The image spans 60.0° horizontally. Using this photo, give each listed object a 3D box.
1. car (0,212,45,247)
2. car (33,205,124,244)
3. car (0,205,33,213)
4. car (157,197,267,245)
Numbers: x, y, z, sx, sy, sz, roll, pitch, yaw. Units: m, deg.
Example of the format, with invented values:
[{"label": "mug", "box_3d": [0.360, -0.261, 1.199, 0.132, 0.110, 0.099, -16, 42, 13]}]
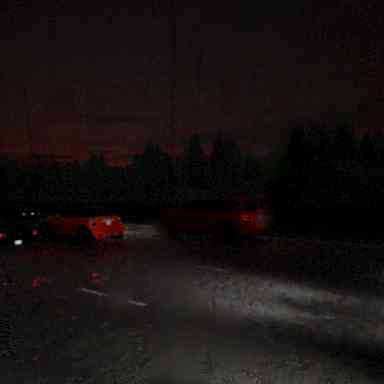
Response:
[{"label": "car", "box_3d": [-8.701, 1.719, 14.496, 4.718, 1.301, 1.895, -1, 0, 35]}, {"label": "car", "box_3d": [-5.572, 1.460, 16.565, 4.553, 1.767, 2.097, -1, 0, 36]}, {"label": "car", "box_3d": [-14.346, 1.757, 27.122, 5.357, 1.411, 2.033, -1, 0, 35]}, {"label": "car", "box_3d": [0.852, 1.288, 16.282, 5.566, 2.045, 2.150, -1, 0, 36]}]
